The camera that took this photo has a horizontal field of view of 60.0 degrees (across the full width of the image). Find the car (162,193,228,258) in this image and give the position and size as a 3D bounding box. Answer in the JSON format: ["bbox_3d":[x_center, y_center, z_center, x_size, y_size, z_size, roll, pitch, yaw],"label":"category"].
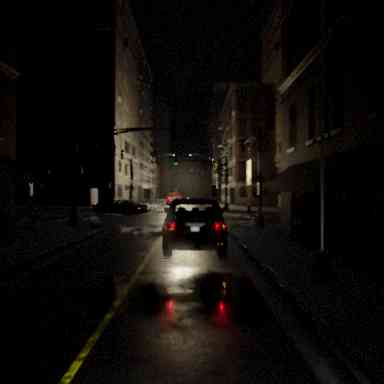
[{"bbox_3d":[0.096,1.203,12.765,2.150,2.045,5.566,0,0,0],"label":"car"}]

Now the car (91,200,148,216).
[{"bbox_3d":[-6.776,1.439,31.143,5.357,1.411,2.033,1,0,19],"label":"car"}]

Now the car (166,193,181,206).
[{"bbox_3d":[-3.041,1.124,55.048,2.150,2.045,5.566,0,0,1],"label":"car"}]

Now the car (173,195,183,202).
[{"bbox_3d":[-2.948,1.369,71.010,1.837,1.490,4.892,0,0,0],"label":"car"}]
